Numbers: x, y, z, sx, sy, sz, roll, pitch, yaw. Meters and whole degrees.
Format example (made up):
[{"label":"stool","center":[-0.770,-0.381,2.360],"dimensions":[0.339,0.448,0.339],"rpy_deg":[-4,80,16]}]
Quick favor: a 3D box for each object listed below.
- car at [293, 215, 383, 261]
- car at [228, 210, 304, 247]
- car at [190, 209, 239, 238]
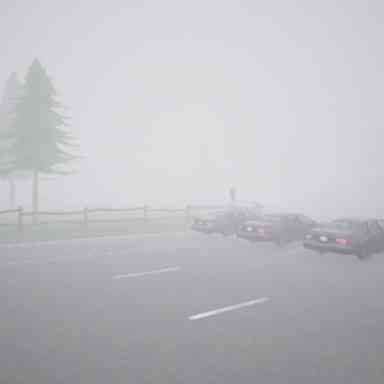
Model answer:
[{"label":"car","center":[6.557,1.674,12.824],"dimensions":[5.357,1.411,2.033],"rpy_deg":[1,0,-35]},{"label":"car","center":[4.514,1.674,15.667],"dimensions":[5.357,1.411,2.033],"rpy_deg":[1,0,-35]},{"label":"car","center":[2.488,1.674,18.521],"dimensions":[5.357,1.411,2.033],"rpy_deg":[1,0,-35]}]
